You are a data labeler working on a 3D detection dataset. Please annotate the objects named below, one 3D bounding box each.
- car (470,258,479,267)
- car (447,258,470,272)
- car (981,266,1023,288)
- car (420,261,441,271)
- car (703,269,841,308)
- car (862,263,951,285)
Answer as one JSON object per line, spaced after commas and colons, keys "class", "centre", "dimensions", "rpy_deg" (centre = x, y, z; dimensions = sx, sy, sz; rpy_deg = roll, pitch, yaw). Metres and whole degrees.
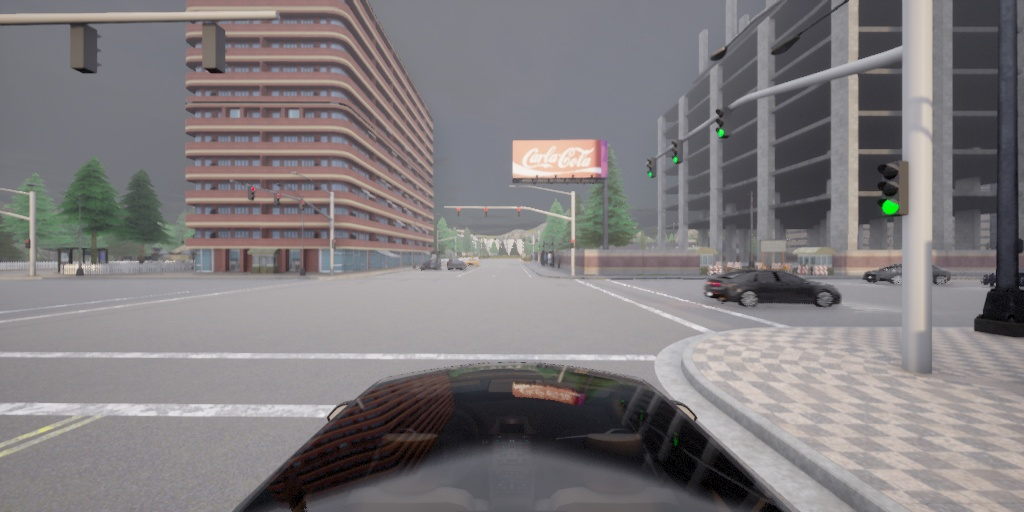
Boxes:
{"class": "car", "centre": [-7.039, 1.179, 63.864], "dimensions": [1.882, 1.535, 5.008], "rpy_deg": [0, 0, 0]}
{"class": "car", "centre": [-7.079, 1.262, 46.513], "dimensions": [2.033, 1.411, 5.357], "rpy_deg": [0, 0, 0]}
{"class": "car", "centre": [31.767, 1.282, 21.468], "dimensions": [5.357, 1.411, 2.033], "rpy_deg": [0, 0, 0]}
{"class": "car", "centre": [-10.575, 1.278, 46.866], "dimensions": [1.994, 1.385, 4.181], "rpy_deg": [0, 0, 0]}
{"class": "car", "centre": [10.399, 1.295, 14.490], "dimensions": [4.892, 1.490, 1.837], "rpy_deg": [0, 0, 0]}
{"class": "car", "centre": [27.412, 1.236, 24.994], "dimensions": [4.892, 1.490, 1.837], "rpy_deg": [0, 0, 0]}
